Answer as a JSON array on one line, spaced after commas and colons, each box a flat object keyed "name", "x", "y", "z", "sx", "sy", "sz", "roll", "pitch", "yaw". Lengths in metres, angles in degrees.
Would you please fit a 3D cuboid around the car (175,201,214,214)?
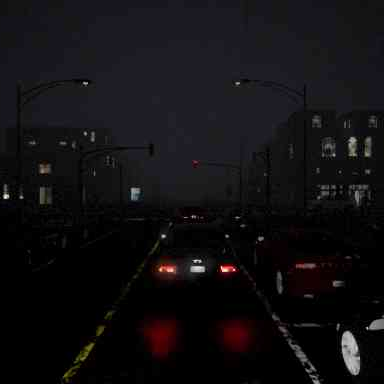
[{"name": "car", "x": 0.092, "y": 1.507, "z": 19.499, "sx": 1.837, "sy": 1.490, "sz": 4.892, "roll": 0, "pitch": 0, "yaw": 0}]

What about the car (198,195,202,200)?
[{"name": "car", "x": 2.667, "y": 1.590, "z": 63.136, "sx": 1.802, "sy": 1.307, "sz": 4.206, "roll": 0, "pitch": 0, "yaw": 0}]

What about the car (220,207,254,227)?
[{"name": "car", "x": 2.687, "y": 1.553, "z": 19.704, "sx": 2.008, "sy": 1.369, "sz": 4.403, "roll": 0, "pitch": 0, "yaw": 0}]

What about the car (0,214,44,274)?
[{"name": "car", "x": -5.688, "y": 1.441, "z": 8.333, "sx": 1.967, "sy": 1.590, "sz": 4.097, "roll": 0, "pitch": 0, "yaw": 0}]

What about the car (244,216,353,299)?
[{"name": "car", "x": 2.691, "y": 1.546, "z": 8.320, "sx": 1.887, "sy": 1.381, "sz": 4.507, "roll": 0, "pitch": 0, "yaw": 0}]

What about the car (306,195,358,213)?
[{"name": "car", "x": 15.596, "y": 1.315, "z": 37.278, "sx": 5.566, "sy": 2.045, "sz": 2.150, "roll": 0, "pitch": 0, "yaw": 1}]

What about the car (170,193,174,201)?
[{"name": "car", "x": -5.717, "y": 1.451, "z": 74.191, "sx": 1.967, "sy": 1.590, "sz": 4.097, "roll": 0, "pitch": 0, "yaw": 0}]

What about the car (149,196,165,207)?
[{"name": "car", "x": -5.708, "y": 1.588, "z": 52.103, "sx": 1.802, "sy": 1.307, "sz": 4.206, "roll": 0, "pitch": 0, "yaw": 0}]

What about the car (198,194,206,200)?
[{"name": "car", "x": 2.656, "y": 1.458, "z": 90.747, "sx": 1.967, "sy": 1.590, "sz": 4.097, "roll": 0, "pitch": 0, "yaw": 0}]

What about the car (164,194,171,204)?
[{"name": "car", "x": -5.713, "y": 1.559, "z": 63.147, "sx": 2.008, "sy": 1.369, "sz": 4.403, "roll": 0, "pitch": 0, "yaw": 0}]

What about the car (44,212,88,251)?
[{"name": "car", "x": -5.692, "y": 1.552, "z": 14.025, "sx": 2.008, "sy": 1.369, "sz": 4.403, "roll": 0, "pitch": 0, "yaw": 0}]

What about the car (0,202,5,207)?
[{"name": "car", "x": -25.468, "y": 1.447, "z": 40.483, "sx": 4.829, "sy": 1.417, "sz": 1.752, "roll": 0, "pitch": -1, "yaw": 1}]

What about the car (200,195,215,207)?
[{"name": "car", "x": 2.672, "y": 1.572, "z": 52.094, "sx": 1.947, "sy": 1.339, "sz": 4.313, "roll": 0, "pitch": 0, "yaw": 0}]

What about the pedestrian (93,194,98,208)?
[{"name": "pedestrian", "x": -12.570, "y": 1.135, "z": 43.234, "sx": 0.375, "sy": 1.860, "sz": 0.375, "roll": 0, "pitch": -1, "yaw": 1}]

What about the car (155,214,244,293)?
[{"name": "car", "x": 0.097, "y": 1.548, "z": 8.978, "sx": 2.033, "sy": 1.411, "sz": 5.357, "roll": 0, "pitch": 0, "yaw": 0}]

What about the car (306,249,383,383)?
[{"name": "car", "x": 2.694, "y": 1.551, "z": 2.628, "sx": 2.008, "sy": 1.369, "sz": 4.403, "roll": 0, "pitch": 0, "yaw": 0}]
